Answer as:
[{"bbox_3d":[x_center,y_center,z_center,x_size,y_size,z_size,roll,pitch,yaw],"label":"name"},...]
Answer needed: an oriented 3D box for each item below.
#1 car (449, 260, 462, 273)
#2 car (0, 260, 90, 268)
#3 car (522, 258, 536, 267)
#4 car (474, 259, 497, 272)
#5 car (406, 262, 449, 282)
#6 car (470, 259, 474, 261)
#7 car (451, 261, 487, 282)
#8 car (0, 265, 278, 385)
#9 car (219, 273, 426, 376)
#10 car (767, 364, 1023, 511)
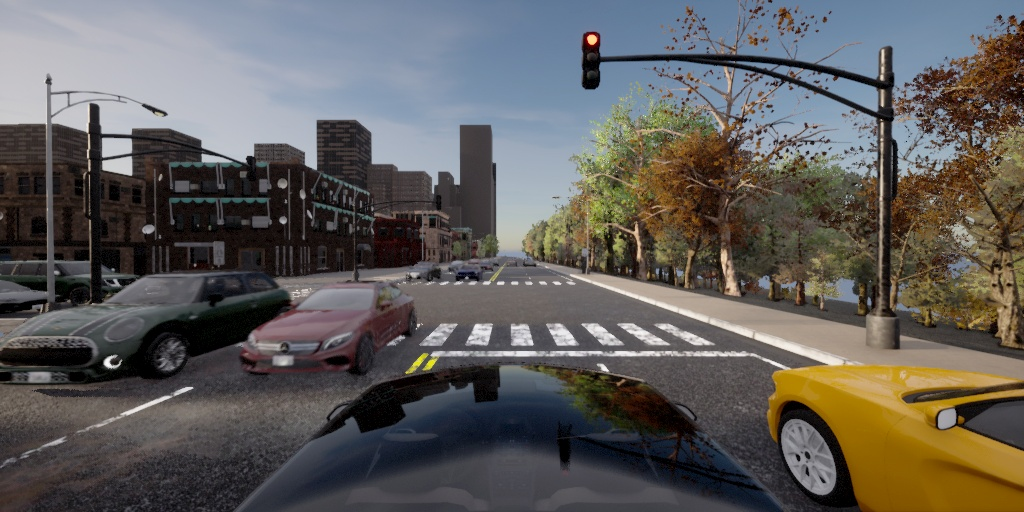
[{"bbox_3d":[-6.637,1.257,44.157,1.812,1.442,4.674,0,0,0],"label":"car"},{"bbox_3d":[-20.010,1.192,16.159,5.566,2.045,2.150,-1,1,0],"label":"car"},{"bbox_3d":[3.282,1.284,64.456,1.994,1.385,4.181,0,0,1],"label":"car"},{"bbox_3d":[-3.390,1.295,45.572,1.994,1.385,4.181,0,0,0],"label":"car"},{"bbox_3d":[-6.907,1.231,28.507,2.128,1.511,4.902,0,0,4],"label":"car"},{"bbox_3d":[-6.607,1.198,63.502,1.882,1.535,5.008,0,0,0],"label":"car"},{"bbox_3d":[-3.377,1.340,28.892,1.895,1.301,4.718,0,0,0],"label":"car"},{"bbox_3d":[-6.606,1.101,7.256,2.097,1.767,4.553,0,0,0],"label":"car"},{"bbox_3d":[-3.355,1.274,7.587,1.812,1.442,4.674,0,0,0],"label":"car"},{"bbox_3d":[3.351,1.228,1.351,1.882,1.535,5.008,0,0,0],"label":"car"}]
